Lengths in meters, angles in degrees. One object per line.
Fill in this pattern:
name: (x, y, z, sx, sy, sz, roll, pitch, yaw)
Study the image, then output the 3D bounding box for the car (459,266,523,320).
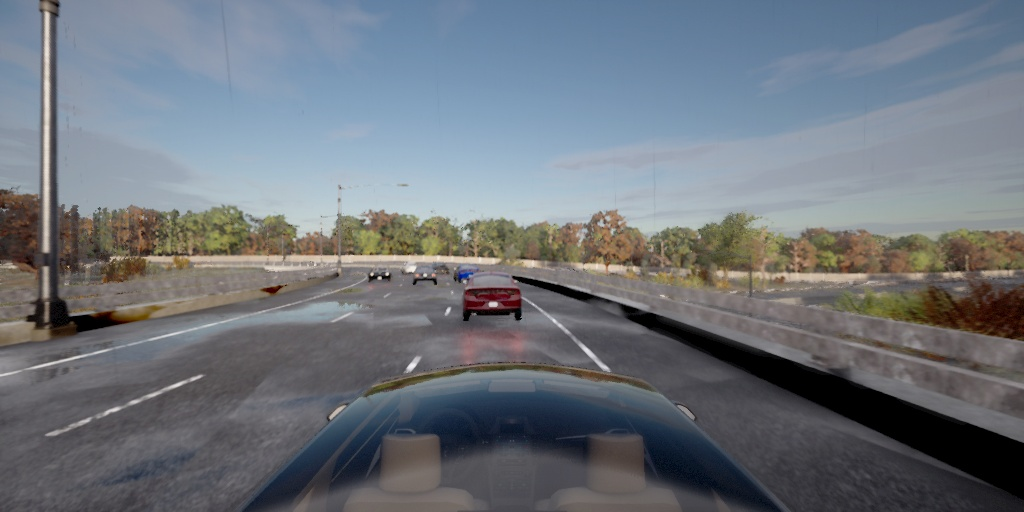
car: (-0.764, 1.296, 13.040, 1.882, 1.535, 5.008, 0, 0, -5)

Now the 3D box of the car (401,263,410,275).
car: (-12.837, 1.589, 45.453, 1.812, 1.442, 4.674, 0, 0, -24)

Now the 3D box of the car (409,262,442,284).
car: (-7.059, 1.488, 29.090, 2.033, 1.411, 5.357, 0, 0, -14)

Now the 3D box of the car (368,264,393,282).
car: (-11.706, 1.583, 32.204, 1.895, 1.301, 4.718, 0, 0, -16)

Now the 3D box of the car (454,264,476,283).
car: (-3.796, 1.408, 30.197, 1.882, 1.535, 5.008, 0, -1, -15)

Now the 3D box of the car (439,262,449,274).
car: (-9.607, 1.560, 46.805, 1.837, 1.490, 4.892, 0, 0, -24)
